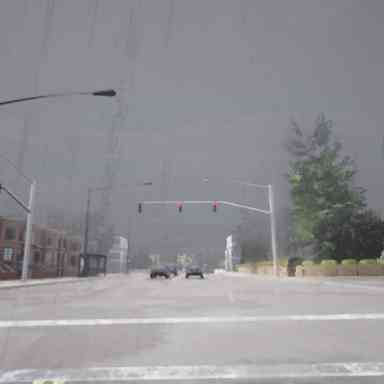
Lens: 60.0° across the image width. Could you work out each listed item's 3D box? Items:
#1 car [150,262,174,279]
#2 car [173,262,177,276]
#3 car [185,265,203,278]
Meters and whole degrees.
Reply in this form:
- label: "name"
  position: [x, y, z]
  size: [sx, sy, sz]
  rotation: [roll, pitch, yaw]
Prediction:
- label: "car"
  position: [-3.424, 8.720, 36.395]
  size: [2.033, 1.411, 5.357]
  rotation: [-1, -13, 0]
- label: "car"
  position: [-3.332, 11.361, 49.149]
  size: [2.150, 2.045, 5.566]
  rotation: [-1, -13, 1]
- label: "car"
  position: [0.257, 8.891, 37.356]
  size: [2.033, 1.411, 5.357]
  rotation: [-1, -13, 0]
